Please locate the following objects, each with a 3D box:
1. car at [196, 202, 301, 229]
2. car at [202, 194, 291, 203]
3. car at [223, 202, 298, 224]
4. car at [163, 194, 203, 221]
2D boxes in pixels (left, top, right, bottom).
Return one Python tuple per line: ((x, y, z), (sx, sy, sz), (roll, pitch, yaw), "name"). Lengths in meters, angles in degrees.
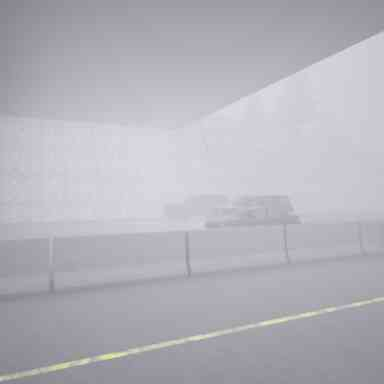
((2.986, 1.460, 16.274), (5.008, 1.535, 1.882), (0, 0, -25), "car")
((3.754, 1.200, 20.508), (5.566, 2.045, 2.150), (0, 0, -25), "car")
((5.164, 1.521, 25.048), (5.357, 1.411, 2.033), (0, 0, -25), "car")
((0.506, 1.195, 26.715), (5.566, 2.045, 2.150), (0, 0, -25), "car")
